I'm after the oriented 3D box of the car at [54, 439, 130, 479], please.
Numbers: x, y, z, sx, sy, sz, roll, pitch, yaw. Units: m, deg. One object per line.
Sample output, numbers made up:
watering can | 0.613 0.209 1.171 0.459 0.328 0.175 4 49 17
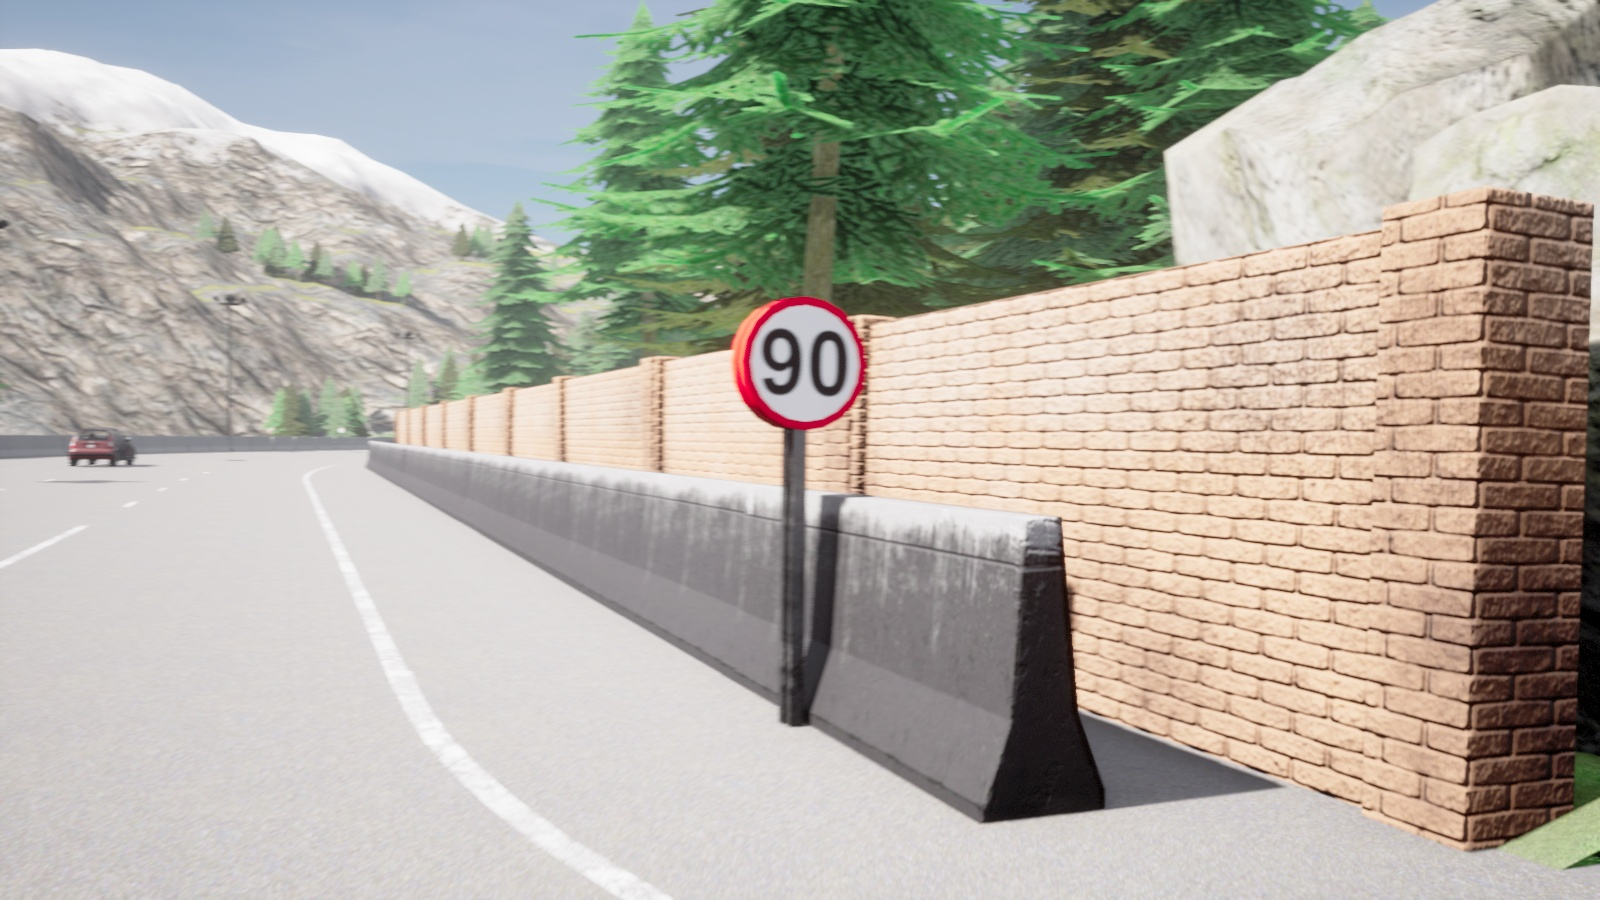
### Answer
car | -29.596 0.342 52.614 1.851 1.617 3.988 0 0 -16
